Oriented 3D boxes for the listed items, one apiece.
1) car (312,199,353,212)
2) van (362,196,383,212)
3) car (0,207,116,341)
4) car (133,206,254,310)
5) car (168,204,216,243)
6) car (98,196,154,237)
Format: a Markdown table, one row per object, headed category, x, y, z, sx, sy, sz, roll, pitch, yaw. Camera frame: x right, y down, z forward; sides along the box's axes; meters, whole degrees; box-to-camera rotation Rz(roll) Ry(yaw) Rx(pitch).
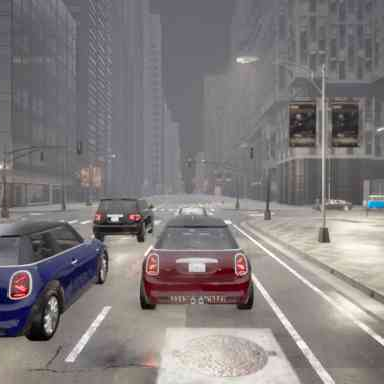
| category | x | y | z | sx | sy | sz | roll | pitch | yaw |
| --- | --- | --- | --- | --- | --- | --- | --- | --- | --- |
| car | 15.805 | 1.513 | 37.579 | 4.403 | 1.369 | 2.008 | 0 | 0 | 0 |
| van | 21.423 | 1.292 | 37.565 | 3.998 | 1.788 | 1.690 | 0 | 0 | 0 |
| car | -3.163 | 1.352 | 6.660 | 2.097 | 1.767 | 4.553 | 0 | 0 | 0 |
| car | 0.085 | 1.352 | 7.979 | 2.097 | 1.767 | 4.553 | 0 | 0 | 0 |
| car | 0.057 | 1.491 | 17.166 | 2.128 | 1.511 | 4.902 | 0 | 0 | 2 |
| car | -3.181 | 1.222 | 16.372 | 2.150 | 2.045 | 5.566 | 0 | 0 | 0 |
